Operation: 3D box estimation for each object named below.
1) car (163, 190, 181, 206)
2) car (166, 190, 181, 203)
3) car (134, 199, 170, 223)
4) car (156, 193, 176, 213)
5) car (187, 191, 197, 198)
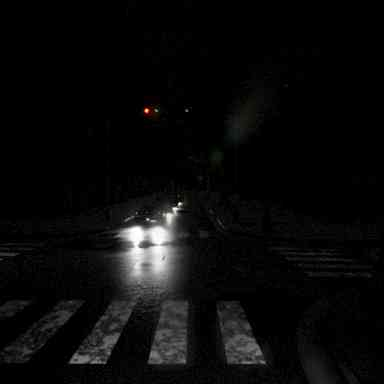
[{"bbox_3d":[-2.864,0.730,42.898,2.150,2.045,5.566,0,1,0],"label":"car"},{"bbox_3d":[-2.831,0.665,52.751,2.097,1.767,4.553,0,1,0],"label":"car"},{"bbox_3d":[-2.863,1.425,23.674,1.895,1.301,4.718,0,1,0],"label":"car"},{"bbox_3d":[-2.867,1.182,33.044,1.837,1.490,4.892,0,1,0],"label":"car"},{"bbox_3d":[0.068,0.425,68.226,1.882,1.535,5.008,0,1,0],"label":"car"}]
